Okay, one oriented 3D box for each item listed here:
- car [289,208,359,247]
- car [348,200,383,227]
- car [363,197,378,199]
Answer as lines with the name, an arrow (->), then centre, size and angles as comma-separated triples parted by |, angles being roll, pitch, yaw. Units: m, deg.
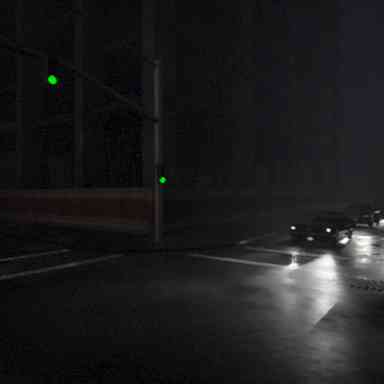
car -> 6.177, 1.617, 15.529 | 1.895, 1.301, 4.718 | 0, 0, 36
car -> 11.707, 1.507, 23.022 | 2.128, 1.511, 4.902 | 0, 0, 36
car -> 17.419, 1.506, 30.758 | 2.128, 1.511, 4.902 | 0, 0, 36
